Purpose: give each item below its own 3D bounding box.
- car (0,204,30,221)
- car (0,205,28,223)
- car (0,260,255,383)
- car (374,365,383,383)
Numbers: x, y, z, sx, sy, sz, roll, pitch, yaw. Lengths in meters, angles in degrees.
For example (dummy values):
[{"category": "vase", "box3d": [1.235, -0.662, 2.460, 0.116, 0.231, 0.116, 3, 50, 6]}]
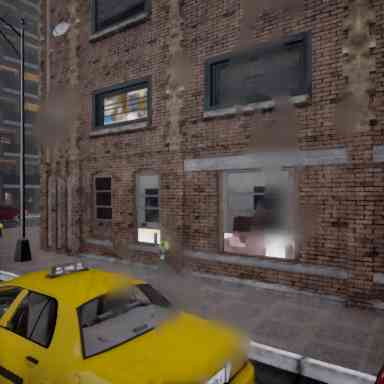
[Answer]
[{"category": "car", "box3d": [-17.410, 1.845, 29.981, 1.752, 1.417, 4.829, -1, -2, 35]}, {"category": "car", "box3d": [-16.165, 1.809, 27.205, 1.812, 1.442, 4.674, 0, -1, 35]}, {"category": "car", "box3d": [-1.678, 1.526, 4.075, 4.829, 1.417, 1.752, 0, 0, 36]}, {"category": "car", "box3d": [3.086, 1.314, 0.676, 5.009, 1.841, 2.192, 0, 0, 36]}]
